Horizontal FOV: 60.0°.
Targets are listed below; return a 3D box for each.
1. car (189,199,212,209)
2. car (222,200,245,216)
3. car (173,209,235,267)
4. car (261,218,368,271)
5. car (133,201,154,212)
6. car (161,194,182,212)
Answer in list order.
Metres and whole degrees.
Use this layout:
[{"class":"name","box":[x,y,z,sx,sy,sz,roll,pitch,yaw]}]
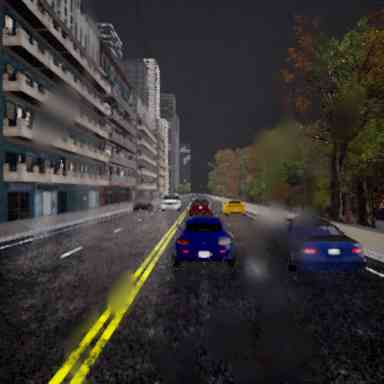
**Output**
[{"class":"car","box":[0.805,1.391,31.331,2.097,1.767,4.553,0,0,1]},{"class":"car","box":[4.092,1.508,33.046,1.882,1.535,5.008,0,0,1]},{"class":"car","box":[0.392,1.539,11.389,1.812,1.442,4.674,0,0,1]},{"class":"car","box":[3.624,1.548,10.877,2.033,1.411,5.357,0,0,1]},{"class":"car","box":[-5.719,1.676,39.327,1.895,1.301,4.718,0,0,1]},{"class":"car","box":[-2.450,1.284,40.231,2.150,2.045,5.566,0,0,1]}]
